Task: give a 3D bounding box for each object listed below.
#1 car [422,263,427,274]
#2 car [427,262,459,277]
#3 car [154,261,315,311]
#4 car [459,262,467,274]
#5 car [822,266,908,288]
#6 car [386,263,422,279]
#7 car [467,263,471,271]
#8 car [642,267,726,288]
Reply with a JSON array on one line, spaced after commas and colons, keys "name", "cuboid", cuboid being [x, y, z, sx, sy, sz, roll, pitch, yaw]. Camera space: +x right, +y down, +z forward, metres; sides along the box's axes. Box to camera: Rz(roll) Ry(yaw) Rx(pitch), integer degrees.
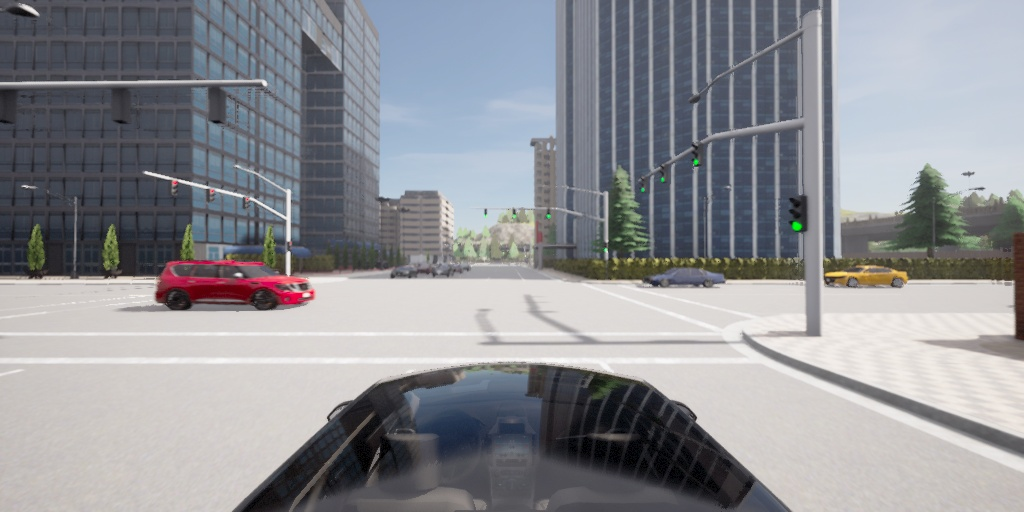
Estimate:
[{"name": "car", "cuboid": [-11.365, 1.638, 46.555, 1.882, 1.535, 5.008, 0, 0, 0]}, {"name": "car", "cuboid": [-7.787, 1.599, 40.805, 2.128, 1.511, 4.902, 0, -1, 0]}, {"name": "car", "cuboid": [-11.202, 1.223, 14.687, 5.566, 2.045, 2.150, 0, -1, 0]}, {"name": "car", "cuboid": [-7.900, 1.755, 49.963, 1.994, 1.385, 4.181, 0, -1, 0]}, {"name": "car", "cuboid": [24.995, 1.443, 25.519, 5.008, 1.535, 1.882, 0, -1, 0]}, {"name": "car", "cuboid": [-11.255, 1.643, 37.651, 1.994, 1.385, 4.181, 0, -1, -1]}, {"name": "car", "cuboid": [-7.989, 1.807, 59.820, 1.812, 1.442, 4.674, 0, -1, 0]}, {"name": "car", "cuboid": [12.134, 1.513, 25.438, 5.357, 1.411, 2.033, 0, -1, 0]}]
